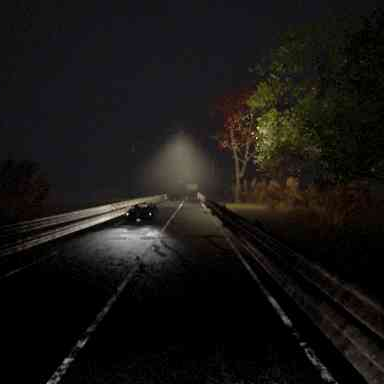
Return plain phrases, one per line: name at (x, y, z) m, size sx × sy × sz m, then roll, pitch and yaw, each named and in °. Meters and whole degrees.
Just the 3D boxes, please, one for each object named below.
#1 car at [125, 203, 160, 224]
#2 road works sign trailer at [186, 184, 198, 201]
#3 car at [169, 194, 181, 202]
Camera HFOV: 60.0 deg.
car at (-3.344, 1.445, 23.041) m, size 1.895 × 1.301 × 4.718 m, roll 0°, pitch 0°, yaw 0°
road works sign trailer at (0.042, -0.030, 69.369) m, size 2.380 × 3.560 × 2.880 m, roll -1°, pitch 1°, yaw 0°
car at (-3.213, 1.090, 64.751) m, size 1.812 × 1.442 × 4.674 m, roll 0°, pitch 0°, yaw 1°
